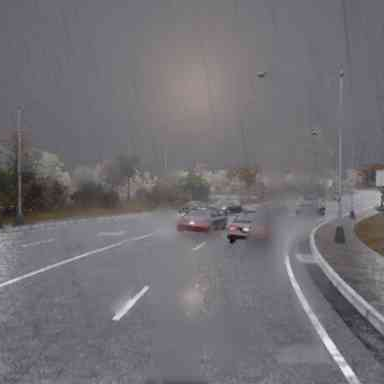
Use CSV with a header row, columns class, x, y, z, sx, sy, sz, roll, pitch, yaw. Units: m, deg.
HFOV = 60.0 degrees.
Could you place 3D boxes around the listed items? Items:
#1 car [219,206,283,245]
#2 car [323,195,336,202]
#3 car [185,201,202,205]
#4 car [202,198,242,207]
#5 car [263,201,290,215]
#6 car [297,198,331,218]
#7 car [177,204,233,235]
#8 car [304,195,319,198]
class,x,y,z,sx,sy,sz,roll,pitch,yaw
car,3.047,1.619,16.139,2.033,1.411,5.357,0,0,18
car,27.300,1.280,66.131,1.994,1.385,4.181,1,1,36
car,0.354,1.593,34.579,1.994,1.385,4.181,1,0,32
car,3.288,1.424,32.668,2.097,1.767,4.553,1,0,32
car,8.505,1.666,33.911,1.812,1.442,4.674,1,0,33
car,11.608,1.679,32.251,2.128,1.511,4.902,1,0,33
car,0.732,1.617,19.429,1.994,1.385,4.181,1,0,21
car,24.456,1.276,68.172,1.895,1.301,4.718,1,1,36
